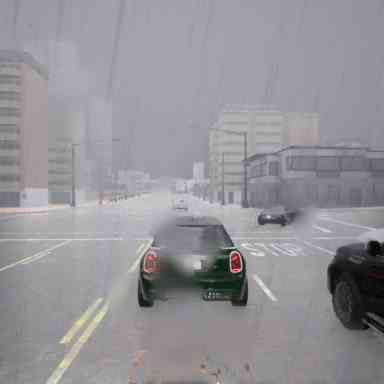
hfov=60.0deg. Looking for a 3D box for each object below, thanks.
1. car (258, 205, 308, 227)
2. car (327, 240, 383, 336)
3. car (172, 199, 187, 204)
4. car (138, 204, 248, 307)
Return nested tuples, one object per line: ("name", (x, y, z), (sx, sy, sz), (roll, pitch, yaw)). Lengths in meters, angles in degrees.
("car", (6.327, 1.578, 22.968), (1.994, 1.385, 4.181), (-1, -1, 42))
("car", (3.563, 1.221, 3.720), (2.150, 2.045, 5.566), (0, 0, -1))
("car", (-1.555, 1.628, 42.662), (1.812, 1.442, 4.674), (0, -1, -3))
("car", (-0.004, 1.352, 8.159), (2.097, 1.767, 4.553), (0, 0, -1))
